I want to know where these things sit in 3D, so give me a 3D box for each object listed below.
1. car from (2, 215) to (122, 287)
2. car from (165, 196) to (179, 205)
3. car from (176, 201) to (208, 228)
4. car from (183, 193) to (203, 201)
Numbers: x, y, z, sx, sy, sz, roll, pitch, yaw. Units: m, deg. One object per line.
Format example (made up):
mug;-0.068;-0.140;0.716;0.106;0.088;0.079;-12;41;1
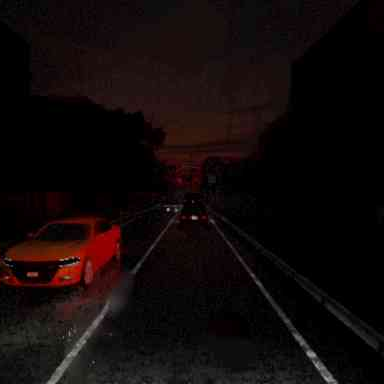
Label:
car;-3.369;1.480;9.551;1.882;1.535;5.008;0;0;0
car;-3.024;1.362;52.379;1.994;1.385;4.181;0;1;1
car;0.098;1.560;22.107;2.033;1.411;5.357;0;0;0
car;0.125;1.151;40.518;2.150;2.045;5.566;0;1;1
